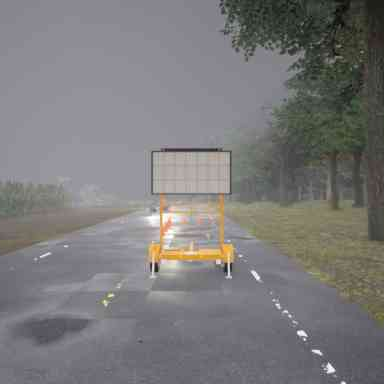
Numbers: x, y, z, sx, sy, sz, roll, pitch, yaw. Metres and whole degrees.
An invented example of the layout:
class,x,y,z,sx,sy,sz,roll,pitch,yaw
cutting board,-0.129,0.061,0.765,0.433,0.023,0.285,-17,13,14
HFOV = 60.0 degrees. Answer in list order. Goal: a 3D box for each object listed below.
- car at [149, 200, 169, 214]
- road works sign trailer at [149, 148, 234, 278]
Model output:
class,x,y,z,sx,sy,sz,roll,pitch,yaw
car,-3.562,1.623,36.735,2.128,1.511,4.902,0,0,0
road works sign trailer,-0.015,0.480,10.139,2.380,3.560,2.880,0,0,0
